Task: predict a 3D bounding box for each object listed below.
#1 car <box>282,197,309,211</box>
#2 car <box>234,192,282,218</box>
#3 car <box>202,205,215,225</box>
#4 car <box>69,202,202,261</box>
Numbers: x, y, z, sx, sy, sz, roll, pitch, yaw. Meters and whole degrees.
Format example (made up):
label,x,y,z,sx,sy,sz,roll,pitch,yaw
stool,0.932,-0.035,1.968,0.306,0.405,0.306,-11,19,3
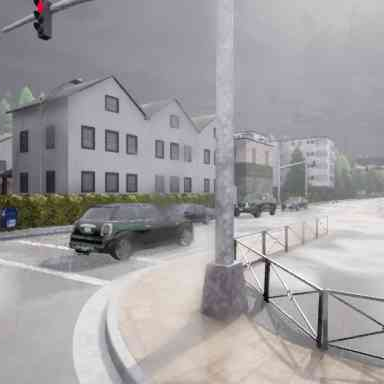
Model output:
label,x,y,z,sx,sy,sz,roll,pitch,yaw
car,11.531,1.304,37.094,2.128,1.511,4.902,0,0,36
car,5.464,1.034,28.611,2.150,2.045,5.566,0,0,35
car,-0.499,1.360,20.198,2.033,1.411,5.357,0,0,35
car,-1.890,1.163,11.731,2.097,1.767,4.553,0,0,36
